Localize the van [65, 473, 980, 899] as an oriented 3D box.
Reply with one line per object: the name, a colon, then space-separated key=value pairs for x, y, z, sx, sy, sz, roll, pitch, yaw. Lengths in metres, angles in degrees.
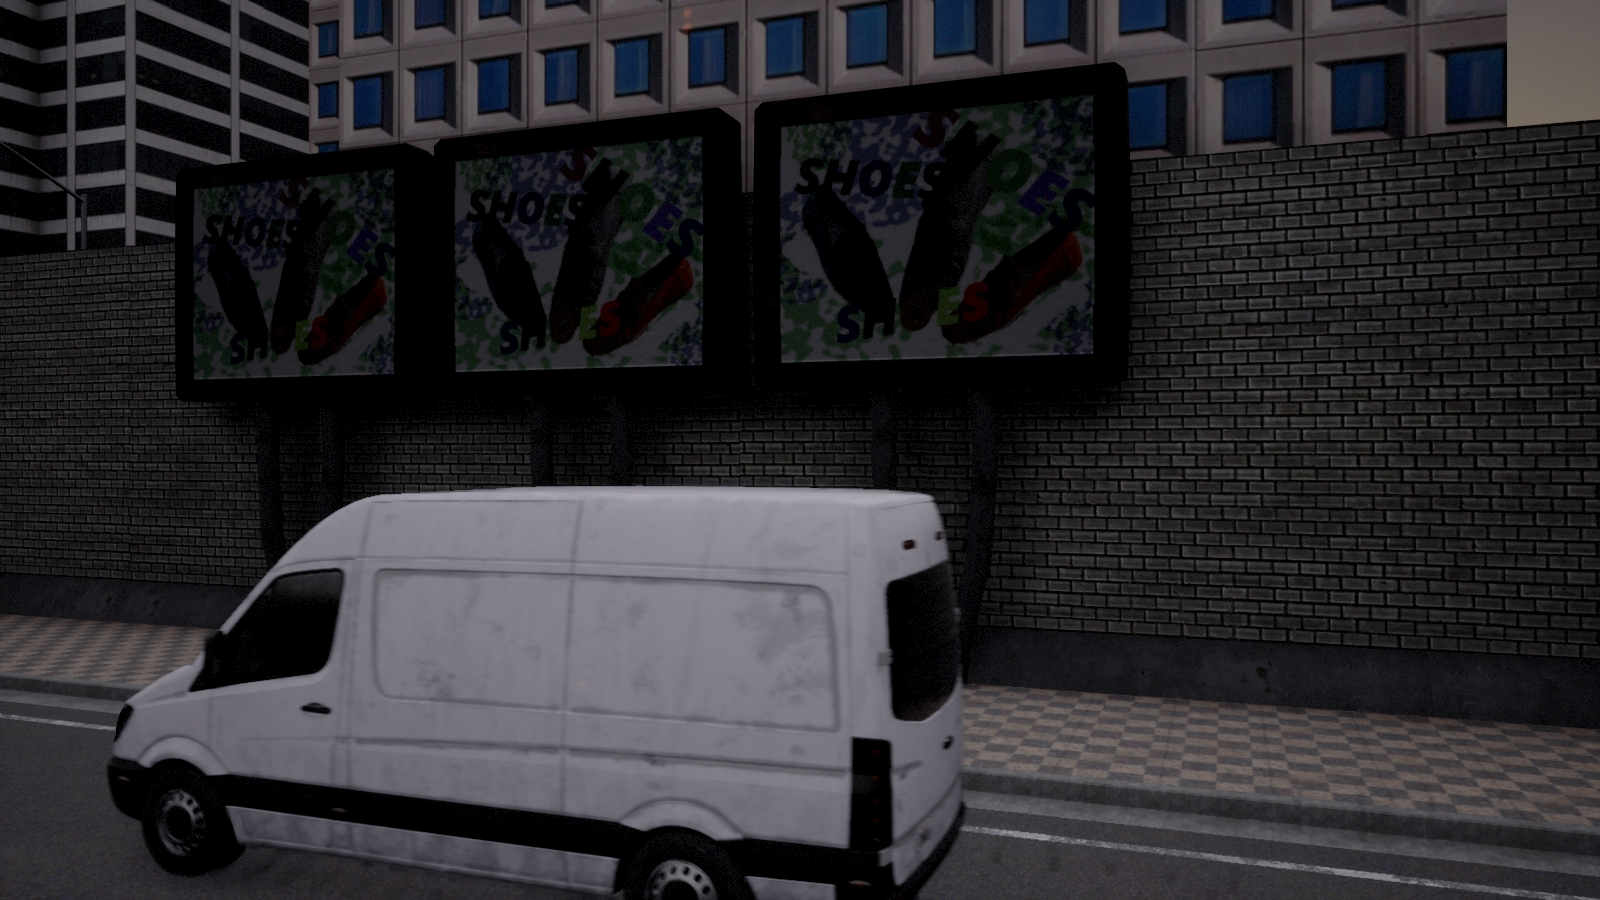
van: x=-1.921 y=1.479 z=7.715 sx=5.915 sy=2.561 sz=1.988 roll=0 pitch=0 yaw=21
